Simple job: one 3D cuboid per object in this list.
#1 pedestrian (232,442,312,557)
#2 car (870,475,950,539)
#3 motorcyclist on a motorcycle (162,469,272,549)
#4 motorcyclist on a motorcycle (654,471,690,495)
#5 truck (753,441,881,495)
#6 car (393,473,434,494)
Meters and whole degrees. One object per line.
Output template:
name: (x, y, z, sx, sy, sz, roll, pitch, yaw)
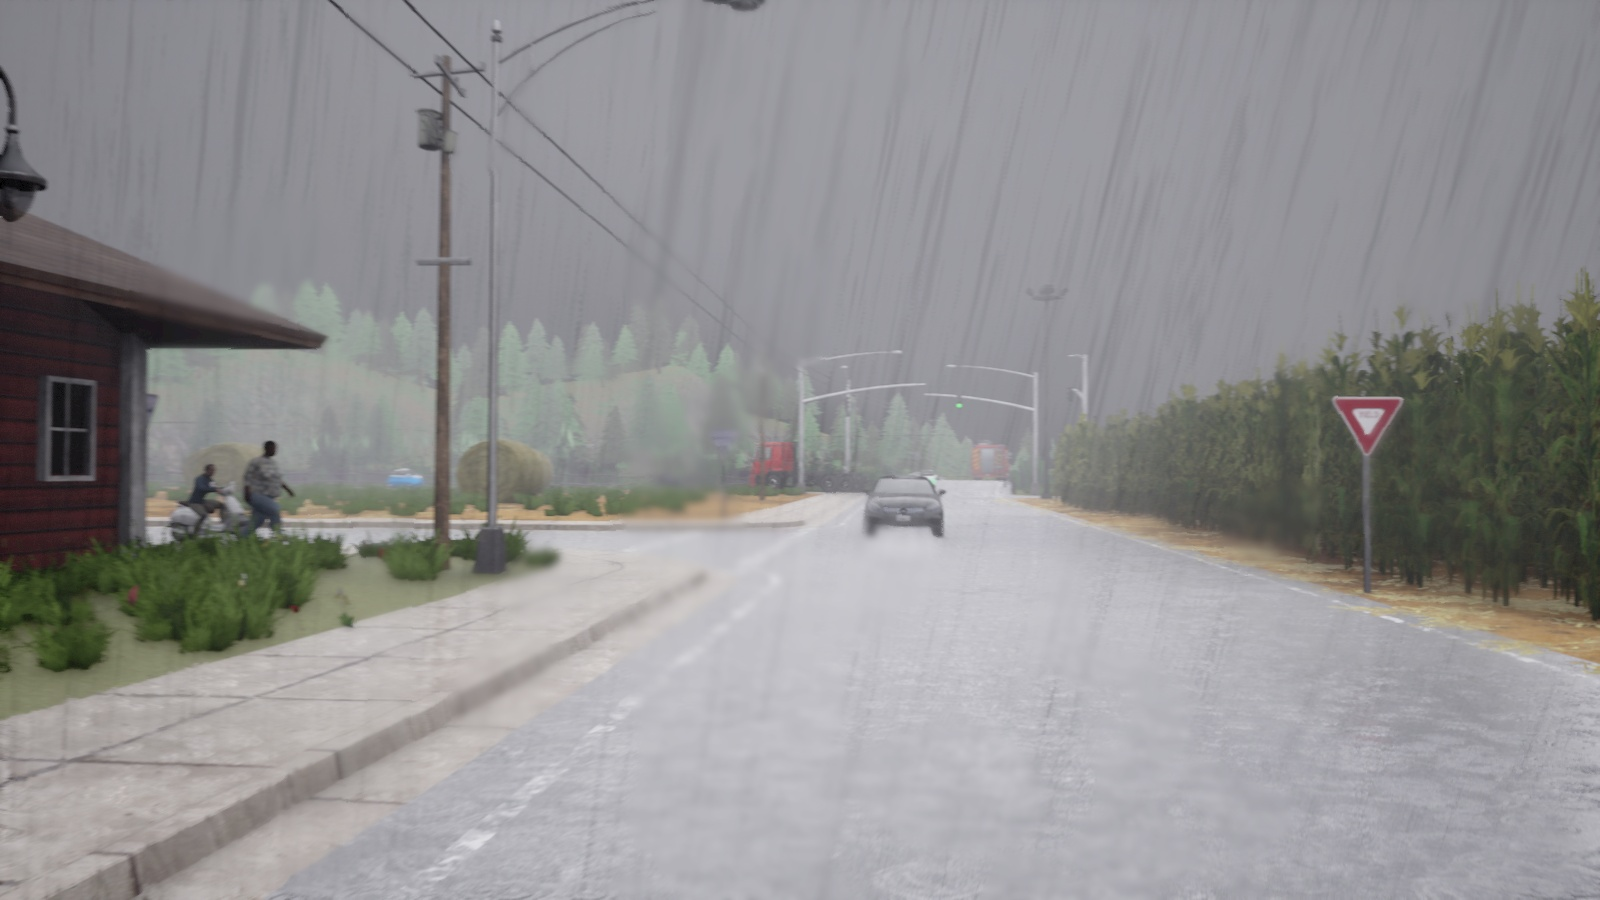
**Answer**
pedestrian: (-8.669, 0.802, 20.652, 0.900, 1.855, 0.874, 0, -1, 7)
car: (2.698, 1.332, 30.845, 1.812, 1.442, 4.674, 0, -1, 5)
motorcyclist on a motorcycle: (-11.735, 1.175, 25.313, 1.817, 1.590, 0.866, 0, -1, 4)
motorcyclist on a motorcycle: (-8.330, 2.153, 81.664, 2.191, 1.530, 0.866, 0, -1, 8)
truck: (1.136, 1.151, 83.017, 7.936, 3.462, 2.891, 0, -1, 20)
car: (-25.859, 2.250, 84.147, 2.207, 1.376, 1.481, -1, -1, 8)
